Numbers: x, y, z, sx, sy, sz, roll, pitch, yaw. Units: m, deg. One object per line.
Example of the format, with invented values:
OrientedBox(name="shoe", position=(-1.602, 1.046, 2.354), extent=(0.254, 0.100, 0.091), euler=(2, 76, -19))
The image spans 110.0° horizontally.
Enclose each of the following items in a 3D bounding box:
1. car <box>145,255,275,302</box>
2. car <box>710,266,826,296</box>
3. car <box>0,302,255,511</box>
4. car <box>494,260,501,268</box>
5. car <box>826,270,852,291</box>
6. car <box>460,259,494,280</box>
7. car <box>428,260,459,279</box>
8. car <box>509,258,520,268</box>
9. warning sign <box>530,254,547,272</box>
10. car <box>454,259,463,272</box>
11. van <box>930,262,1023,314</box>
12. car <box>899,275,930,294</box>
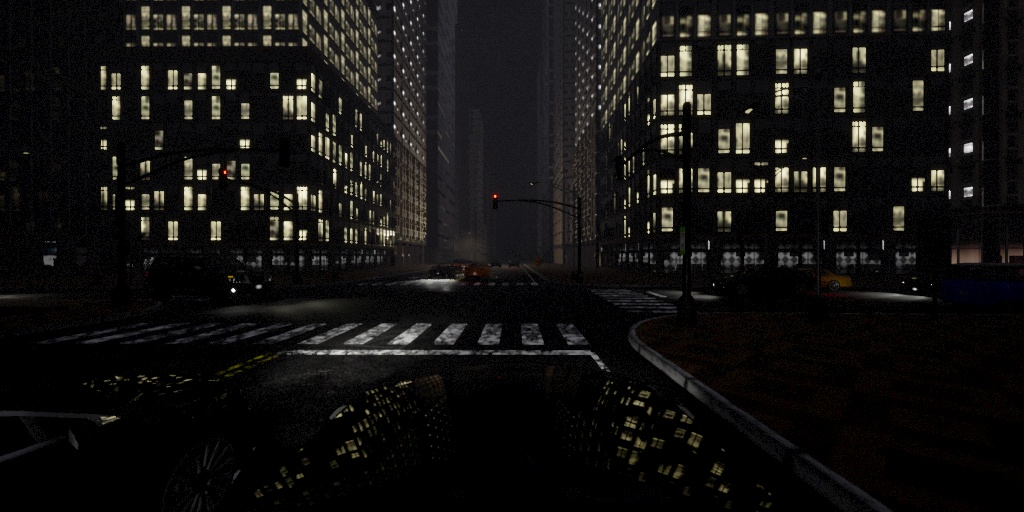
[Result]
OrientedBox(name="car", position=(-13.618, 0.982, 16.185), extent=(5.566, 2.045, 2.150), euler=(0, -1, 14))
OrientedBox(name="car", position=(13.064, 1.274, 18.836), extent=(4.892, 1.490, 1.837), euler=(0, 0, 2))
OrientedBox(name="car", position=(-3.155, 1.241, 1.132), extent=(2.128, 1.511, 4.902), euler=(0, 0, 0))
OrientedBox(name="car", position=(-2.861, 1.369, 63.791), extent=(1.837, 1.490, 4.892), euler=(0, 0, 0))
OrientedBox(name="car", position=(17.177, 1.294, 21.268), extent=(4.829, 1.417, 1.751), euler=(0, 0, 2))
OrientedBox(name="car", position=(-2.952, 1.255, 31.356), extent=(1.882, 1.535, 5.008), euler=(0, 0, 1))
OrientedBox(name="car", position=(-6.453, 1.345, 33.331), extent=(1.994, 1.385, 4.181), euler=(0, 0, 0))
OrientedBox(name="car", position=(0.390, 1.359, 64.826), extent=(2.128, 1.511, 4.902), euler=(0, 0, 1))
OrientedBox(name="warning sign", position=(3.033, 0.912, 41.321), extent=(1.300, 1.860, 1.060), euler=(0, 0, 0))
OrientedBox(name="car", position=(-6.407, 1.154, 43.328), extent=(2.097, 1.767, 4.553), euler=(0, 0, 0))
OrientedBox(name="van", position=(18.409, 1.120, 13.090), extent=(3.998, 1.789, 1.690), euler=(0, 0, 2))
OrientedBox(name="car", position=(23.464, 1.324, 18.412), extent=(5.357, 1.411, 2.033), euler=(0, 0, 2))
